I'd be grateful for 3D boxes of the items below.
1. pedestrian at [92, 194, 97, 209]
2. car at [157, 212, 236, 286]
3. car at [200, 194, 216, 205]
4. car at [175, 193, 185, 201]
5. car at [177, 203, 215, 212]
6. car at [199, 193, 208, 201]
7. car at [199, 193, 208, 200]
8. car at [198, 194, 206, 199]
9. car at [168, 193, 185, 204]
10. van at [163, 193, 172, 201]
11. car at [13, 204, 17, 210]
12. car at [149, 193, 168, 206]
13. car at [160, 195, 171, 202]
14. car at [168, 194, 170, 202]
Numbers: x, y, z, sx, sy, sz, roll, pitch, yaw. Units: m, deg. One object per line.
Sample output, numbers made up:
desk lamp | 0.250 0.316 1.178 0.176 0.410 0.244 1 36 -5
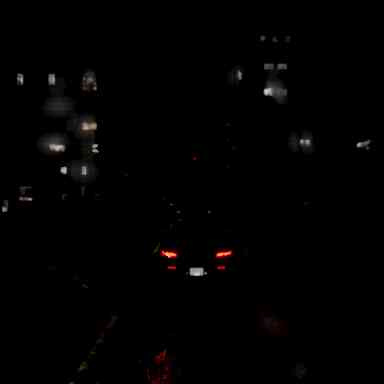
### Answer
pedestrian | -12.124 1.140 41.173 0.375 1.860 0.375 0 1 0
car | 0.107 1.494 9.223 1.812 1.442 4.674 0 0 0
car | 2.600 1.382 50.413 1.947 1.339 4.313 0 0 0
car | -2.700 1.068 75.485 2.097 1.767 4.553 0 0 0
car | 0.105 1.500 18.132 1.994 1.385 4.181 0 0 0
car | 2.620 1.142 78.172 1.967 1.590 4.097 0 0 0
car | 2.608 1.353 61.517 1.802 1.307 4.206 0 0 0
car | 2.628 1.205 89.277 2.008 1.369 4.403 0 0 0
car | -2.759 1.284 59.495 1.837 1.490 4.892 0 0 0
van | -5.264 1.067 72.625 1.690 1.788 3.998 0 0 0
car | -22.437 1.714 38.311 4.206 1.307 1.802 -1 1 0
car | -5.280 1.131 50.417 2.192 1.841 5.009 0 0 0
car | -5.268 1.293 67.074 1.887 1.381 4.507 0 0 0
car | -5.276 1.339 55.970 1.887 1.381 4.507 0 0 0
